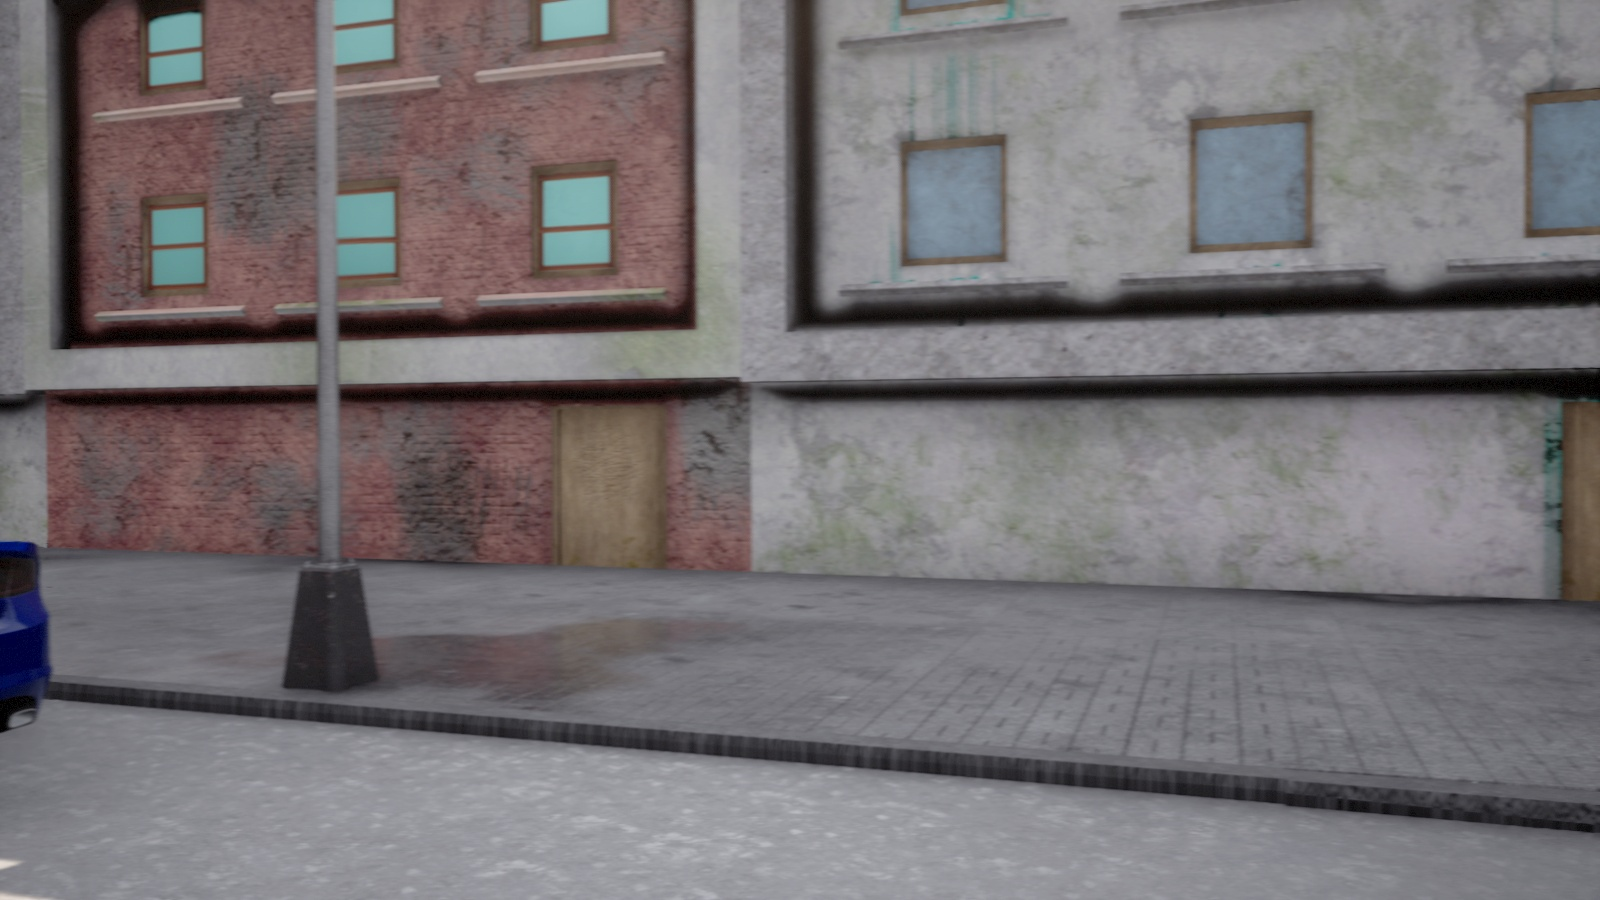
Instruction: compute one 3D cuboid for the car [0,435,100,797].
[{"bbox_3d":[-5.910,0.691,5.709,5.008,1.535,1.882,1,1,19],"label":"car"}]
